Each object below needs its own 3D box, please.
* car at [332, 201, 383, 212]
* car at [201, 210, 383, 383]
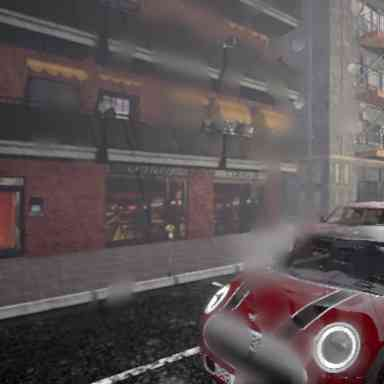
[{"bbox_3d":[5.185,1.237,9.779,5.009,1.841,2.192,-1,1,-35],"label":"car"},{"bbox_3d":[2.311,1.317,4.595,4.553,1.767,2.097,-1,0,-35],"label":"car"}]
